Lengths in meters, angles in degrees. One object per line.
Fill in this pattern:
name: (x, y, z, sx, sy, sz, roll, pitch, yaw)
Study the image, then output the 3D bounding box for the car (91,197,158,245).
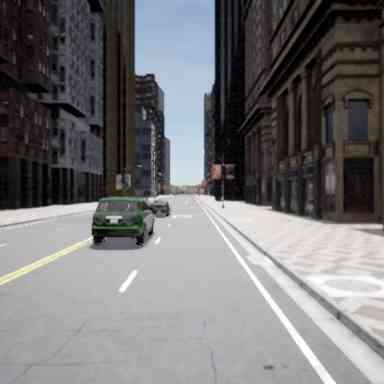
car: (-3.129, 1.269, 16.013, 2.150, 2.045, 5.566, 0, 0, 0)

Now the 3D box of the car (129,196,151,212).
car: (-6.533, 1.481, 42.286, 2.097, 1.767, 4.553, 0, 0, 0)

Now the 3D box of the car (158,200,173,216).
car: (-3.108, 1.608, 33.749, 1.837, 1.490, 4.892, 0, 0, 0)

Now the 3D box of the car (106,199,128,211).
car: (-9.781, 1.700, 43.669, 1.994, 1.385, 4.181, 0, 0, 0)

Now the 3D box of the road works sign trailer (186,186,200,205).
road works sign trailer: (0.078, 0.672, 62.705, 2.380, 3.560, 2.880, 0, 0, 0)
